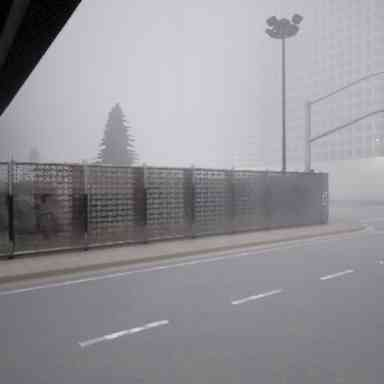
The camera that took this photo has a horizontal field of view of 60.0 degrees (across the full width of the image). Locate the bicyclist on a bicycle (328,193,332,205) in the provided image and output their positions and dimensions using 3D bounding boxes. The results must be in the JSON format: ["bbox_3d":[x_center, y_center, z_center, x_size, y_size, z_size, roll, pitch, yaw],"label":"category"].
[{"bbox_3d":[17.999,0.884,43.834,1.656,1.620,0.582,-1,1,-35],"label":"bicyclist on a bicycle"}]
